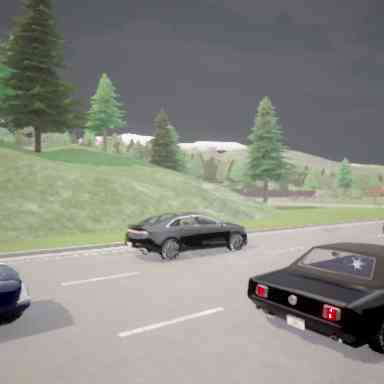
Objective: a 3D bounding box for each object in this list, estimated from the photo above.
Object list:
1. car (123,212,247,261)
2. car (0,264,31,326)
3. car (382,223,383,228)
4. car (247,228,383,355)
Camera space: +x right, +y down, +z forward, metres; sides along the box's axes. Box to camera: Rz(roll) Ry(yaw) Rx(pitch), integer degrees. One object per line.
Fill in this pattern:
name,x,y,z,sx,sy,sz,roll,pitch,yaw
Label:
car,-0.076,1.495,12.281,4.902,1.511,2.128,0,0,-35
car,-4.875,1.597,4.560,4.718,1.301,1.895,0,0,-36
car,10.777,1.542,15.709,4.674,1.442,1.812,0,0,-35
car,3.319,1.606,6.108,4.718,1.301,1.895,0,0,-35
